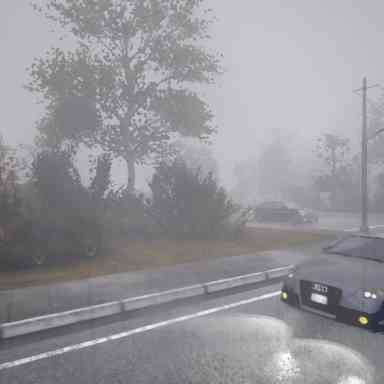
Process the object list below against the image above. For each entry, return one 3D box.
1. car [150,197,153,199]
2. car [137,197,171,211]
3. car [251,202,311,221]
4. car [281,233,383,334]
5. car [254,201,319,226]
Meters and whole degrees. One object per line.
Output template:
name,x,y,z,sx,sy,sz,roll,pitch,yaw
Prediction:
car,-7.970,1.841,50.123,5.566,2.045,2.150,-1,-1,40
car,-6.088,1.849,53.064,5.566,2.045,2.150,-2,-1,40
car,7.629,1.624,28.947,1.837,1.490,4.892,0,-1,-40
car,3.709,1.564,6.605,4.181,1.385,1.994,0,0,-35
car,6.852,1.436,24.333,2.097,1.767,4.553,0,-1,-39
